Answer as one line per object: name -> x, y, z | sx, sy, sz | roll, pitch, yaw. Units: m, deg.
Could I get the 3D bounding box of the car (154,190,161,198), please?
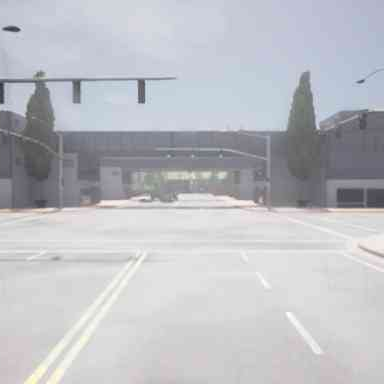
car -> -7.455, 0.643, 70.695 | 2.150, 2.045, 5.566 | 0, 0, 0

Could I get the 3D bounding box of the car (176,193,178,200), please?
car -> -3.955, 0.907, 70.734 | 1.837, 1.490, 4.892 | 0, 0, 0

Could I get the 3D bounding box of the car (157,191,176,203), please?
car -> -4.122, 1.053, 54.786 | 1.837, 1.490, 4.892 | 0, 1, 1

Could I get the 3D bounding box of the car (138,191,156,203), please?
car -> -7.622, 1.075, 54.706 | 1.812, 1.442, 4.674 | 0, 0, 1
